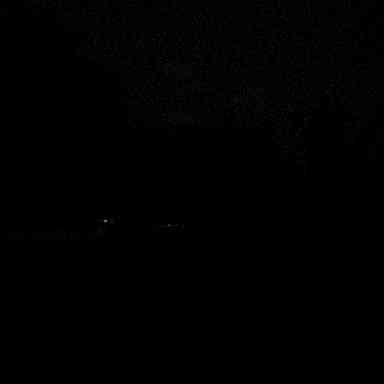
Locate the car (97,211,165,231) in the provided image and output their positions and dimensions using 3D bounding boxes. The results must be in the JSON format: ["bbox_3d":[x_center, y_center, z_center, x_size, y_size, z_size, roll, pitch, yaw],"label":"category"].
[{"bbox_3d":[-4.499,2.150,24.924,2.033,1.411,5.357,-4,-4,36],"label":"car"}]

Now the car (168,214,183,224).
[{"bbox_3d":[-0.762,2.753,36.273,2.033,1.411,5.357,-4,-4,36],"label":"car"}]
